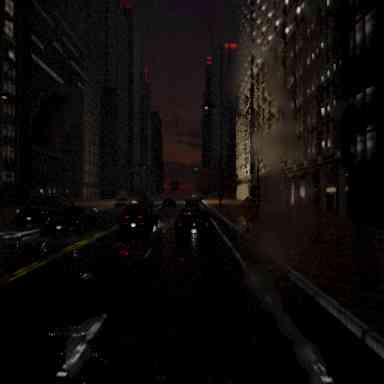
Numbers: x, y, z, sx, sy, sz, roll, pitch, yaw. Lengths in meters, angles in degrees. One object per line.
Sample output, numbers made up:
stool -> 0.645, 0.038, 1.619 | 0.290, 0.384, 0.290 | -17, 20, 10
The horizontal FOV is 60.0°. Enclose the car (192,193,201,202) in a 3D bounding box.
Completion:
car -> 0.975, 1.315, 82.900 | 2.150, 2.045, 5.566 | 0, 0, 0

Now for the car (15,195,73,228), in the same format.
car -> -9.850, 1.242, 22.841 | 2.150, 2.045, 5.566 | 0, 0, 0

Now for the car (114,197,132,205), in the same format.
car -> -9.790, 1.526, 47.926 | 1.882, 1.535, 5.008 | 0, 0, 1

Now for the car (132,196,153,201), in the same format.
car -> -6.556, 1.399, 46.280 | 2.097, 1.767, 4.553 | 0, 0, 0

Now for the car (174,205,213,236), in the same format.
car -> 0.099, 1.621, 18.461 | 1.895, 1.301, 4.718 | 0, 0, 0

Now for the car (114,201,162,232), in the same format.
car -> -3.152, 1.526, 20.282 | 1.837, 1.490, 4.892 | 0, 0, 0

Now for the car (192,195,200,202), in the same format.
car -> 0.975, 1.539, 77.059 | 1.801, 1.575, 5.366 | 0, 0, 0

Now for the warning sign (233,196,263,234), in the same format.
warning sign -> 2.834, 1.135, 16.878 | 1.300, 1.860, 1.060 | -1, -1, 0

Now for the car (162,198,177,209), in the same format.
car -> -3.249, 1.597, 46.875 | 2.033, 1.411, 5.357 | 0, 0, 0

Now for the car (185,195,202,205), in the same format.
car -> 0.001, 1.528, 46.451 | 1.882, 1.535, 5.008 | 0, 0, 0

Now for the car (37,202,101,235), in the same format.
car -> -6.601, 1.523, 18.886 | 1.837, 1.490, 4.892 | 0, 0, 0

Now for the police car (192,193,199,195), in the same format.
police car -> 0.975, 1.498, 66.977 | 1.930, 1.638, 5.238 | 0, 0, 0
